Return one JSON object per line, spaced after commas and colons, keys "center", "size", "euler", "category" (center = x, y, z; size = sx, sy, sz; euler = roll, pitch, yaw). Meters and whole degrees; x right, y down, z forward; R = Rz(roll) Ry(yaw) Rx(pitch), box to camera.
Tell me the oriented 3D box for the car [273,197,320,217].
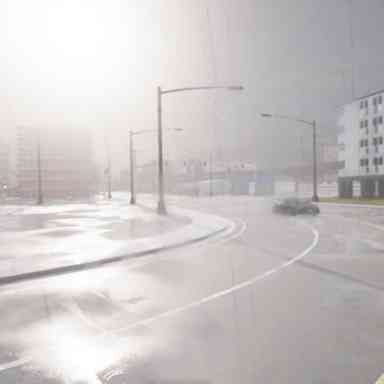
{"center": [7.840, 1.107, 25.251], "size": [1.994, 1.385, 4.181], "euler": [-1, 1, -13], "category": "car"}
